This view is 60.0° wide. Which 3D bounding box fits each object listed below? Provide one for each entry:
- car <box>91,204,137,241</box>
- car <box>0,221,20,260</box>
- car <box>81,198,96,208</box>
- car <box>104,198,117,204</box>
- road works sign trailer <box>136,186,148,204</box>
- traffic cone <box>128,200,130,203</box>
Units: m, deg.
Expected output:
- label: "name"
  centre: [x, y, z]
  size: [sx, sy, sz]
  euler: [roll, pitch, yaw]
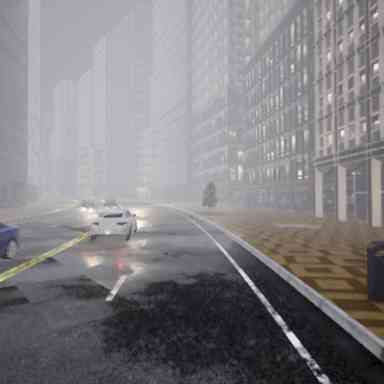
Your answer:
- label: "car"
  centre: [-3.903, 1.572, 17.018]
  size: [1.812, 1.442, 4.674]
  euler: [0, 0, -4]
- label: "car"
  centre: [-6.896, 1.510, 9.678]
  size: [1.882, 1.535, 5.008]
  euler: [0, 0, -3]
- label: "car"
  centre: [-15.801, 1.602, 50.946]
  size: [2.128, 1.511, 4.902]
  euler: [0, 0, -12]
- label: "car"
  centre: [-12.795, 1.686, 52.398]
  size: [1.994, 1.385, 4.181]
  euler: [0, 0, -13]
- label: "road works sign trailer"
  centre: [-10.405, 0.650, 69.149]
  size: [2.380, 3.560, 2.880]
  euler: [0, 0, -18]
- label: "traffic cone"
  centre: [-13.900, 2.150, 75.365]
  size: [0.340, 0.580, 0.340]
  euler: [0, 0, -18]
